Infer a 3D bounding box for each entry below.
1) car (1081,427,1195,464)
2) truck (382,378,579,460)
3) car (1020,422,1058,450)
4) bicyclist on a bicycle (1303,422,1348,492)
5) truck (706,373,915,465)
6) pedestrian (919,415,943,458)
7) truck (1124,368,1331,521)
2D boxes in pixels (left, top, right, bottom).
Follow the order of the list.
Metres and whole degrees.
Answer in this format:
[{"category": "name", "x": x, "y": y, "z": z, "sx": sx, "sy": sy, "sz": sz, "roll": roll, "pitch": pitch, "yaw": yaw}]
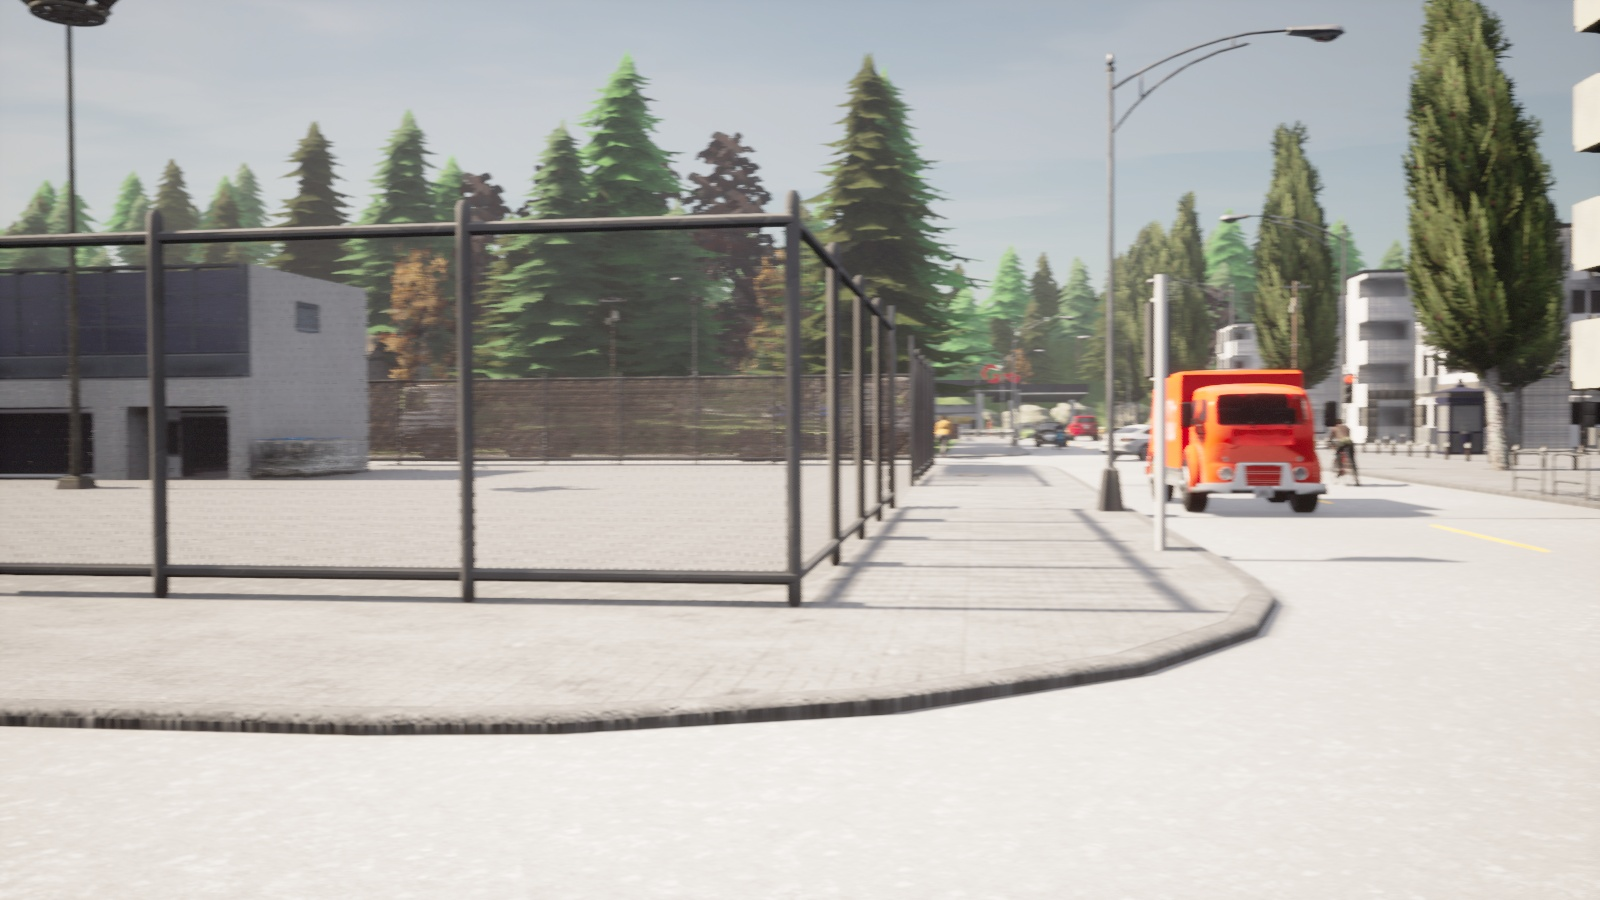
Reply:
[{"category": "car", "x": 13.696, "y": -0.215, "z": 50.848, "sx": 4.674, "sy": 1.442, "sz": 1.812, "roll": -1, "pitch": 2, "yaw": -34}, {"category": "truck", "x": -14.050, "y": -1.369, "z": 55.520, "sx": 7.936, "sy": 3.462, "sz": 2.891, "roll": 0, "pitch": 1, "yaw": 8}, {"category": "car", "x": 14.955, "y": -0.906, "z": 78.758, "sx": 2.033, "sy": 1.649, "sz": 4.856, "roll": 0, "pitch": 1, "yaw": 8}, {"category": "bicyclist on a bicycle", "x": 12.575, "y": 0.154, "z": 30.083, "sx": 0.582, "sy": 1.620, "sz": 1.656, "roll": 0, "pitch": 1, "yaw": 7}, {"category": "truck", "x": 0.499, "y": -1.218, "z": 49.558, "sx": 7.936, "sy": 3.462, "sz": 2.891, "roll": 0, "pitch": 1, "yaw": 8}, {"category": "pedestrian", "x": 5.607, "y": -0.588, "z": 53.724, "sx": 0.874, "sy": 1.855, "sz": 0.900, "roll": 0, "pitch": 1, "yaw": 13}, {"category": "truck", "x": 7.613, "y": -0.143, "z": 23.020, "sx": 2.627, "sy": 2.467, "sz": 5.204, "roll": 0, "pitch": 1, "yaw": 8}]
